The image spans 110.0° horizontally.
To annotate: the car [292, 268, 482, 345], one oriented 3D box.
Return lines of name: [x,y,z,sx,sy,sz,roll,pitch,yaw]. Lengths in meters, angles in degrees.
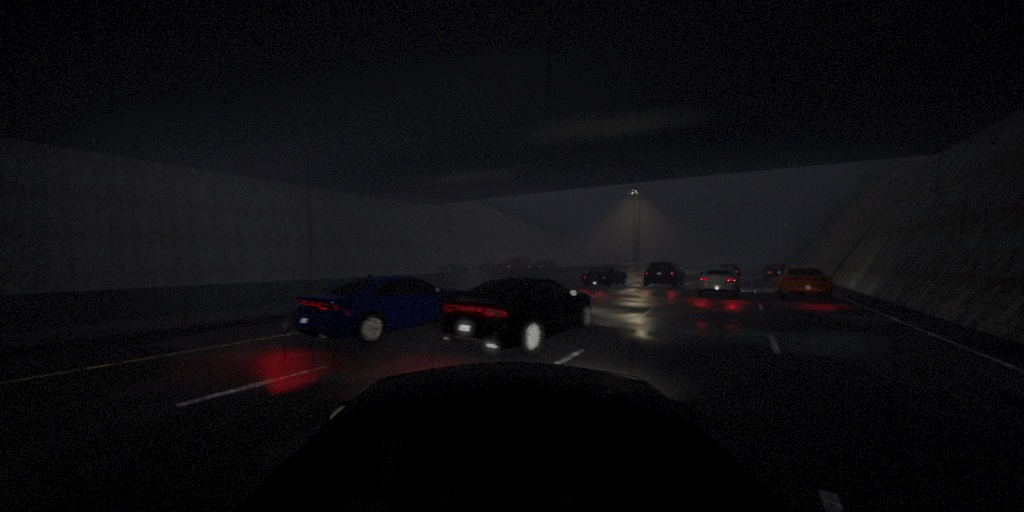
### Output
car: [-3.201,1.261,9.893,1.882,1.535,5.008,0,0,33]

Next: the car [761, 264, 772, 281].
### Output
car: [22.817,1.400,30.961,2.033,1.411,5.357,0,0,33]

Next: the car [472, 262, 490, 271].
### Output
car: [-2.862,1.403,43.130,2.128,1.511,4.902,0,0,33]

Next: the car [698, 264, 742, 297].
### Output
car: [11.408,1.340,19.697,1.812,1.442,4.674,0,0,33]

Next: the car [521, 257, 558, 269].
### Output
car: [3.371,1.248,39.876,2.097,1.767,4.553,0,0,33]

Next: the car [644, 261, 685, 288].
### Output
car: [10.723,1.187,25.082,2.097,1.767,4.553,0,0,33]

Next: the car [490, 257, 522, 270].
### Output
car: [0.251,1.124,41.502,2.150,2.045,5.566,0,0,33]

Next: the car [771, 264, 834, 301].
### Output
car: [14.465,1.284,17.956,1.882,1.535,5.008,0,-1,33]

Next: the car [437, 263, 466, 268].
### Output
car: [-7.222,1.477,42.831,1.994,1.385,4.181,0,0,33]

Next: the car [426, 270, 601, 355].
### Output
car: [0.416,1.256,9.047,1.882,1.535,5.008,0,0,33]

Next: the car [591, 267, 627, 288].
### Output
car: [6.557,1.438,25.072,1.895,1.301,4.718,0,0,33]
